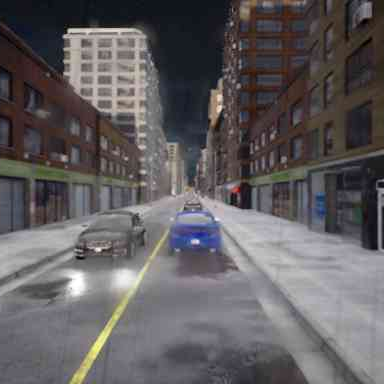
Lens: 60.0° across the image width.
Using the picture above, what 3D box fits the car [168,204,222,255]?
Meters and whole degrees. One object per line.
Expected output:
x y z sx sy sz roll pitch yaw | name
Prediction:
0.105 1.478 13.354 1.882 1.535 5.008 0 0 0 | car

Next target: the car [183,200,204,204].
0.113 1.502 33.068 2.128 1.511 4.902 0 0 0 | car

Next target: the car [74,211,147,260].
-2.845 1.506 12.502 1.837 1.490 4.892 0 0 0 | car
